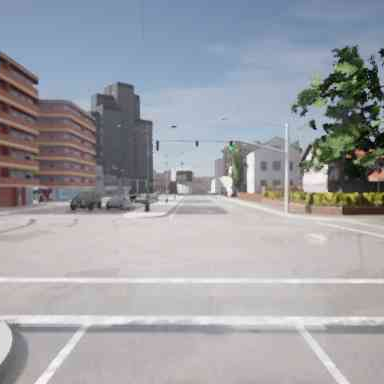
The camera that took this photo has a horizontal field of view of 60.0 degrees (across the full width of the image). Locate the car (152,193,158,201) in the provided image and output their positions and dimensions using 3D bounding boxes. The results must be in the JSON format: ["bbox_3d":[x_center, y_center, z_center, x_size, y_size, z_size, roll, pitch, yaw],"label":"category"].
[{"bbox_3d":[-7.951,1.008,67.919,1.812,1.442,4.674,0,1,0],"label":"car"}]

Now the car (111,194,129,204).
[{"bbox_3d":[-11.517,1.134,53.397,1.837,1.490,4.892,0,0,0],"label":"car"}]

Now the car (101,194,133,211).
[{"bbox_3d":[-8.063,1.253,36.291,1.837,1.490,4.892,0,0,0],"label":"car"}]

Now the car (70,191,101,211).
[{"bbox_3d":[-11.567,0.963,36.717,2.150,2.045,5.566,0,1,0],"label":"car"}]

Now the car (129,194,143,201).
[{"bbox_3d":[-11.451,1.036,68.297,1.895,1.301,4.718,0,0,0],"label":"car"}]

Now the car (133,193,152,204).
[{"bbox_3d":[-8.022,1.232,52.950,1.895,1.301,4.718,0,0,0],"label":"car"}]
